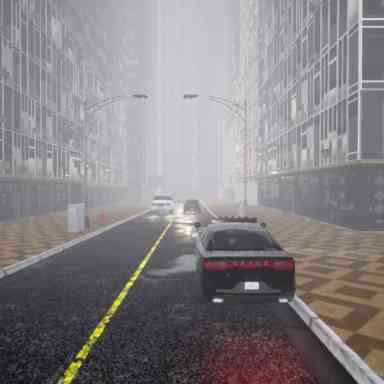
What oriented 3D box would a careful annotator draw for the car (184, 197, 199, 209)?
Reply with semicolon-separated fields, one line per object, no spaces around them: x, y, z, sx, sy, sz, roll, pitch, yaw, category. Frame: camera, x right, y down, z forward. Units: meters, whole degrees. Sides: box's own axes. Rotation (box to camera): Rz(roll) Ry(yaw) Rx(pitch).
-0.057;1.493;46.555;1.882;1.535;5.008;0;0;0;car

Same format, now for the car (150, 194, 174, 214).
-3.064;1.229;35.144;2.150;2.045;5.566;0;0;0;car

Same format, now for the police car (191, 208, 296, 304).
1.035;1.425;8.358;1.930;1.638;5.238;0;0;0;police car

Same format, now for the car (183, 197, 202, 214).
0.008;1.513;36.215;1.837;1.490;4.892;0;0;0;car
